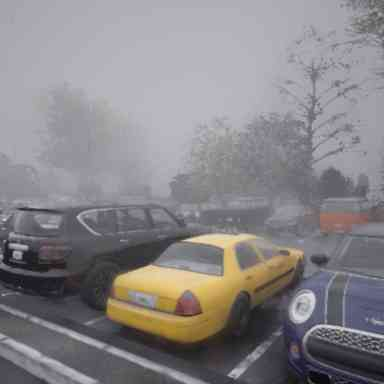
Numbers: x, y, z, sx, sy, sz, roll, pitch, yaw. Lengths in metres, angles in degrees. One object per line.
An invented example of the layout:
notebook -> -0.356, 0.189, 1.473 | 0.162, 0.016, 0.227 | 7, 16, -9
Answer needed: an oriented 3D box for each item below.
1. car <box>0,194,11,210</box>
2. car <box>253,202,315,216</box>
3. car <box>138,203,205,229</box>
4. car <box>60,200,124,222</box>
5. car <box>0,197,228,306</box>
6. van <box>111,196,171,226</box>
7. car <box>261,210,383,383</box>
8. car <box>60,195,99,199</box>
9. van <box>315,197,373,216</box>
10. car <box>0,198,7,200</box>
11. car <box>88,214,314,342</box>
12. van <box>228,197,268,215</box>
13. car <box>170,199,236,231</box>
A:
car -> -24.420, 1.199, 39.679 | 2.185, 1.767, 4.553 | 1, 0, 35
car -> 5.587, 1.491, 18.503 | 2.231, 1.521, 4.892 | 0, 0, 35
car -> -1.313, 1.568, 23.414 | 2.163, 1.488, 4.792 | -1, 0, 35
car -> -8.361, 1.555, 28.355 | 2.097, 1.535, 5.008 | 1, 1, 35
car -> -1.606, 1.239, 8.223 | 2.435, 2.045, 5.566 | 0, 0, 35
van -> -3.709, 1.329, 24.924 | 1.878, 1.987, 4.442 | 0, 0, 35
car -> 3.012, 1.332, 4.963 | 2.185, 1.767, 4.553 | 0, 0, 35
car -> -10.687, 1.274, 29.971 | 2.435, 2.045, 5.566 | 1, 0, 35
van -> 7.956, 1.248, 16.962 | 1.878, 1.987, 4.442 | 0, 0, 35
car -> -17.483, 1.427, 34.820 | 2.231, 1.521, 4.892 | 1, 0, 35
car -> 0.794, 1.471, 6.719 | 1.946, 1.575, 5.366 | 0, 0, 35
van -> 3.344, 1.281, 20.226 | 1.878, 1.987, 4.442 | 0, 0, 35
car -> 0.852, 1.398, 21.806 | 2.185, 1.767, 4.553 | 0, 0, 35
